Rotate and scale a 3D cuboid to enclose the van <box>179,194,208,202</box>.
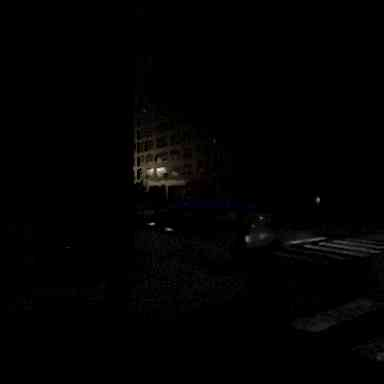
[{"bbox_3d":[0.281,1.095,31.841,1.690,1.788,3.998,0,0,-35],"label":"van"}]

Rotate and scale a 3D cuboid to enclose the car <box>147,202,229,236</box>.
[{"bbox_3d":[-0.355,1.445,17.928,1.887,1.381,4.507,0,0,-35],"label":"car"}]

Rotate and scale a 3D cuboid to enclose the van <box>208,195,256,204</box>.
[{"bbox_3d":[3.444,1.147,27.352,1.690,1.788,3.998,0,0,-35],"label":"van"}]

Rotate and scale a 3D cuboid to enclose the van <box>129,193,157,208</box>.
[{"bbox_3d":[-6.046,0.992,40.818,1.690,1.788,3.998,0,0,-35],"label":"van"}]

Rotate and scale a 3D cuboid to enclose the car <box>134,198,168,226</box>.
[{"bbox_3d":[-3.420,1.375,22.279,1.752,1.417,4.829,0,0,-35],"label":"car"}]

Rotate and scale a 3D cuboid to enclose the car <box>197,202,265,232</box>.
[{"bbox_3d":[1.933,1.489,19.456,1.895,1.301,4.718,0,1,-38],"label":"car"}]

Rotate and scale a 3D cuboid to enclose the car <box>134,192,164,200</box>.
[{"bbox_3d":[-3.763,1.015,27.535,2.150,2.045,5.566,0,1,-35],"label":"car"}]
